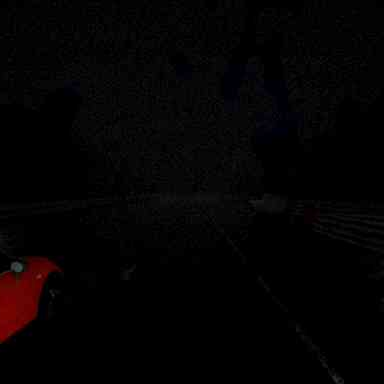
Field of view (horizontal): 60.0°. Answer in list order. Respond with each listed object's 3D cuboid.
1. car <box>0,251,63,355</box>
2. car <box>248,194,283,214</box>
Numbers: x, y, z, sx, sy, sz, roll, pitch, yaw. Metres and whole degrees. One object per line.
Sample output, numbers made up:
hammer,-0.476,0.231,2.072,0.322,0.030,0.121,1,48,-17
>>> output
car,-3.399,1.351,4.258,2.097,1.767,4.553,0,0,0
car,8.076,1.263,36.878,2.150,2.045,5.566,0,0,-10
